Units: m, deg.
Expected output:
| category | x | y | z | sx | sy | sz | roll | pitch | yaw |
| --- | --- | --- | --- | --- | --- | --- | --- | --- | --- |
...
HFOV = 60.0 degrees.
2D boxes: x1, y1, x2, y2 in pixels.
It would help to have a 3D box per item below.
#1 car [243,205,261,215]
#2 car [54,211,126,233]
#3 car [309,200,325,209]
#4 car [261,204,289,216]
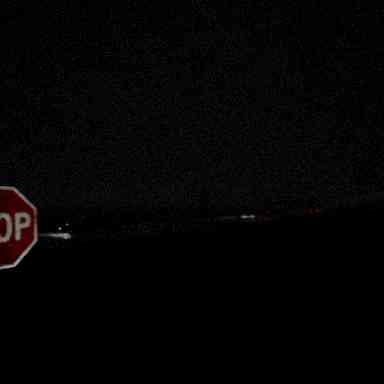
| category | x | y | z | sx | sy | sz | roll | pitch | yaw |
| --- | --- | --- | --- | --- | --- | --- | --- | --- | --- |
| car | 9.001 | 2.561 | 47.388 | 1.895 | 1.301 | 4.718 | -2 | -1 | 36 |
| car | -7.419 | 2.156 | 24.778 | 2.033 | 1.411 | 5.357 | -2 | -2 | 36 |
| car | 22.416 | 2.204 | 59.700 | 2.128 | 1.511 | 4.902 | -2 | -1 | 36 |
| car | 11.416 | 2.350 | 44.478 | 1.837 | 1.490 | 4.892 | -2 | -1 | 36 |
